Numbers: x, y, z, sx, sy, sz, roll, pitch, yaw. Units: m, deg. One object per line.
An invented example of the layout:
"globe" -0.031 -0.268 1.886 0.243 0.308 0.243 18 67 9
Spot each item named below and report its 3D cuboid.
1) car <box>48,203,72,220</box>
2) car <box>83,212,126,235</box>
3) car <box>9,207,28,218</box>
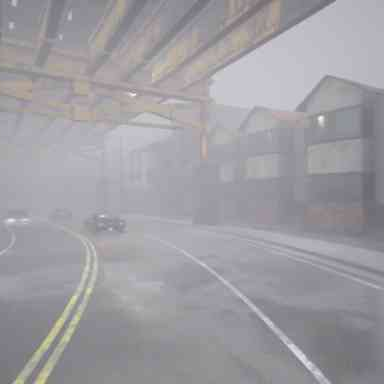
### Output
"car" -14.601 2.282 36.798 1.994 1.385 4.181 0 -1 -31
"car" -5.887 1.993 21.932 1.895 1.301 4.718 0 -1 -27
"car" -21.396 2.471 40.958 1.895 1.301 4.718 0 -1 -31
